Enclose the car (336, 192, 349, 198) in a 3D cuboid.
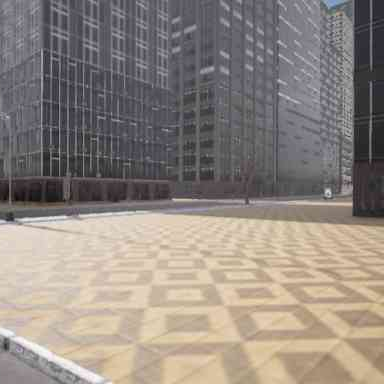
[{"bbox_3d":[37.933,0.684,83.727,1.801,1.575,5.366,0,1,42],"label":"car"}]
